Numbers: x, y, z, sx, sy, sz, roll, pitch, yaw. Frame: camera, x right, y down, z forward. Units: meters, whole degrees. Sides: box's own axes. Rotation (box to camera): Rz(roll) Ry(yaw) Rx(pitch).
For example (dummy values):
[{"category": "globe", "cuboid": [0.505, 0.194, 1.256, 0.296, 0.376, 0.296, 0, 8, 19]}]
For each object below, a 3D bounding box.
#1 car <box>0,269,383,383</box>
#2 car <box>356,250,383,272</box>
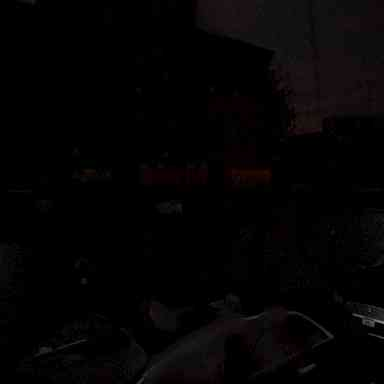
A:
[{"category": "car", "cuboid": [-0.251, 1.550, 2.656, 4.403, 1.369, 2.008, 0, -2, -35]}, {"category": "car", "cuboid": [4.188, 1.548, 5.817, 4.403, 1.369, 2.008, 0, -2, -35]}]
